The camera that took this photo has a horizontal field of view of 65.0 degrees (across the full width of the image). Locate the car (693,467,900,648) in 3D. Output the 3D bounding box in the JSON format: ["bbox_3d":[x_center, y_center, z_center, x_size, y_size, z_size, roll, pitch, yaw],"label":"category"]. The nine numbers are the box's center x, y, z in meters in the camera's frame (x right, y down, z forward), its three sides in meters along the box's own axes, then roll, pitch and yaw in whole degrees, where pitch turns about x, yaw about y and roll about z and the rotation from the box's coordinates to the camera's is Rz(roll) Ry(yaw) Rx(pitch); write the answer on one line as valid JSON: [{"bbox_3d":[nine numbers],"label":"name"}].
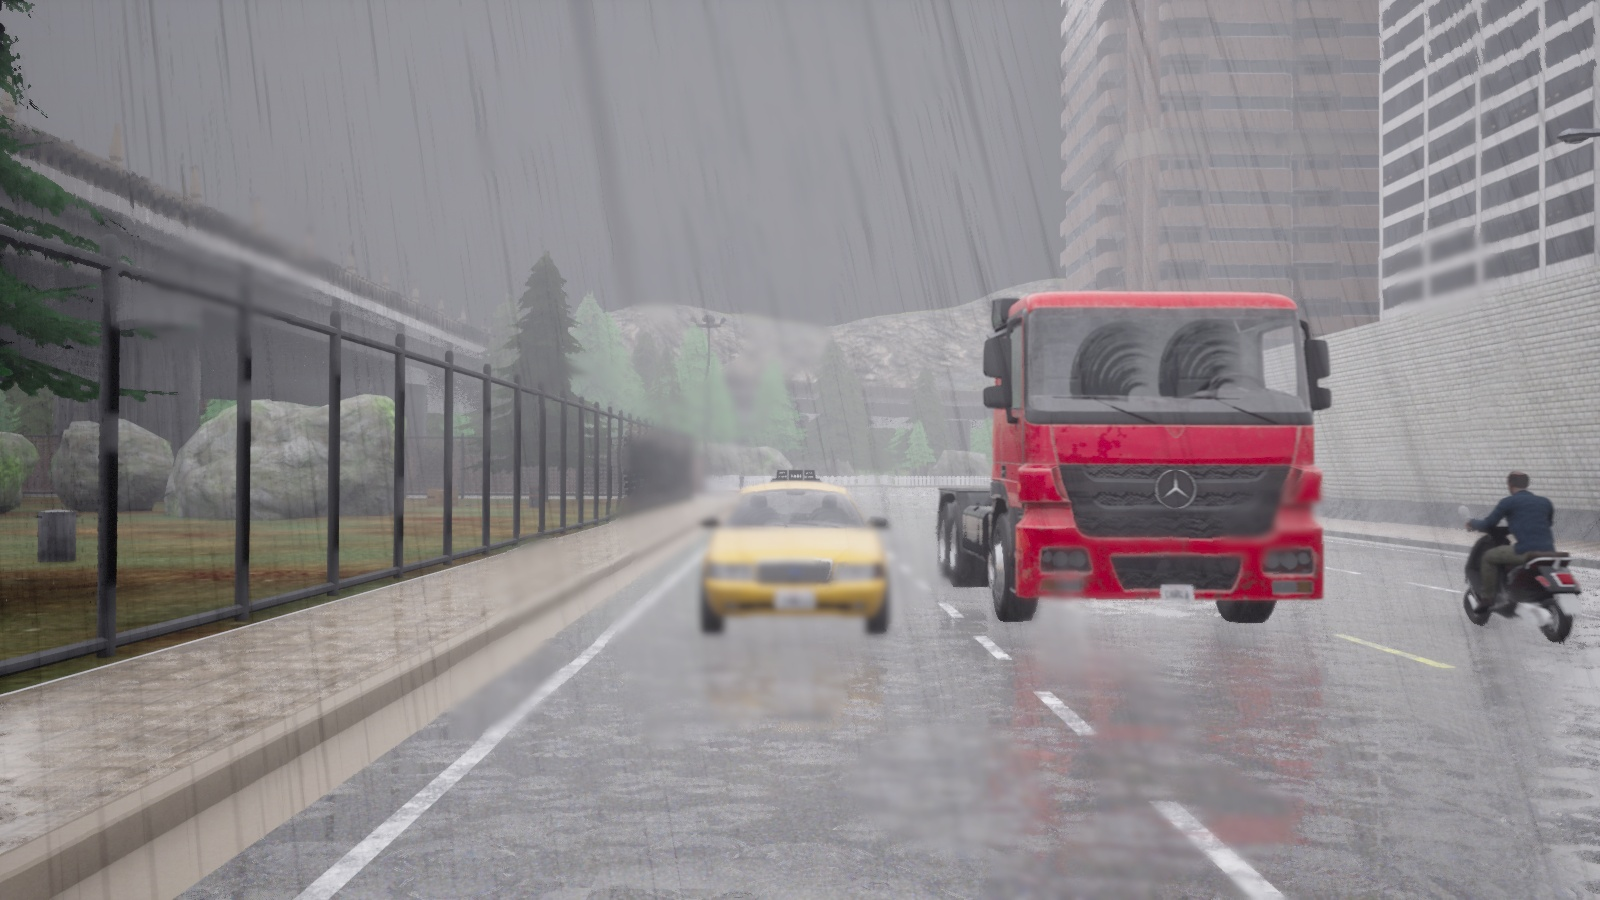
[{"bbox_3d":[-0.040,0.983,13.664,1.801,1.575,5.366,0,-1,0],"label":"car"}]

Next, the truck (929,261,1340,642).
[{"bbox_3d":[3.452,0.077,15.423,2.891,3.462,7.936,0,-1,0],"label":"truck"}]

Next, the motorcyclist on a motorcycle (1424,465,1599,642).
[{"bbox_3d":[6.964,0.945,12.220,0.866,1.590,1.817,0,-1,0],"label":"motorcyclist on a motorcycle"}]
